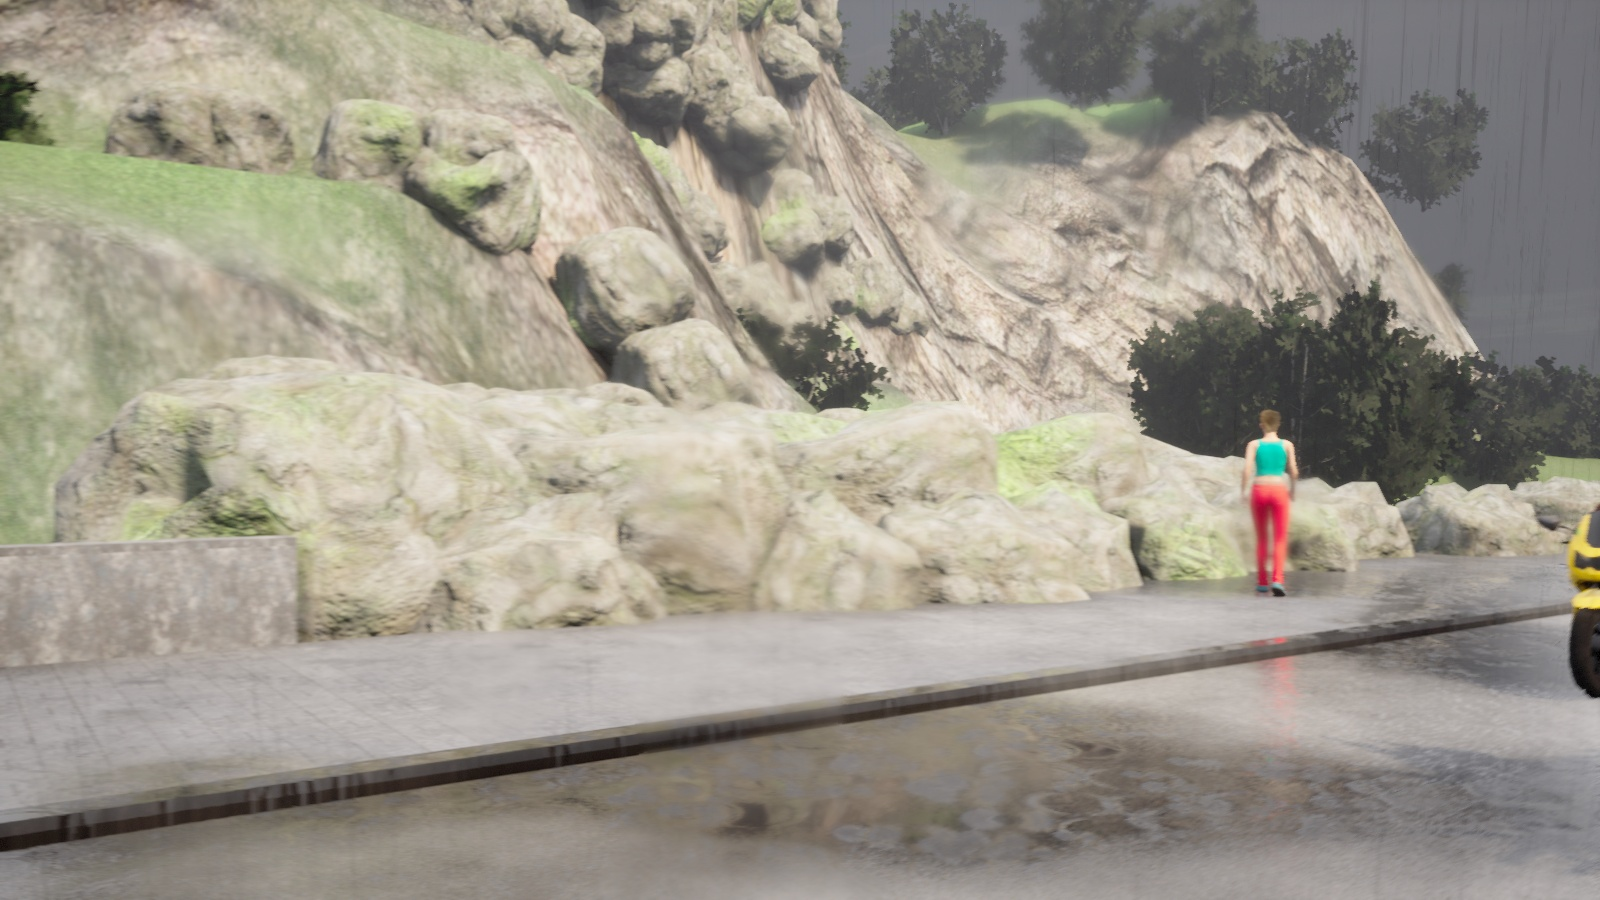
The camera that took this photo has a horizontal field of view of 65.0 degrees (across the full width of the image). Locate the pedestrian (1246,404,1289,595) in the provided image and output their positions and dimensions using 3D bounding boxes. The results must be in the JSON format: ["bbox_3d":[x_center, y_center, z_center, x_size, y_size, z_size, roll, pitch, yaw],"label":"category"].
[{"bbox_3d":[4.614,0.475,12.381,0.345,1.836,0.594,0,0,25],"label":"pedestrian"}]

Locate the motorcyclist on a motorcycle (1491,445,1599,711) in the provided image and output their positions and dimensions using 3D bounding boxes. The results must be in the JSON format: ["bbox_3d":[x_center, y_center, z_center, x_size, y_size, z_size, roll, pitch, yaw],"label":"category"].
[{"bbox_3d":[5.306,0.735,7.961,2.044,1.523,0.797,0,0,-35],"label":"motorcyclist on a motorcycle"}]
